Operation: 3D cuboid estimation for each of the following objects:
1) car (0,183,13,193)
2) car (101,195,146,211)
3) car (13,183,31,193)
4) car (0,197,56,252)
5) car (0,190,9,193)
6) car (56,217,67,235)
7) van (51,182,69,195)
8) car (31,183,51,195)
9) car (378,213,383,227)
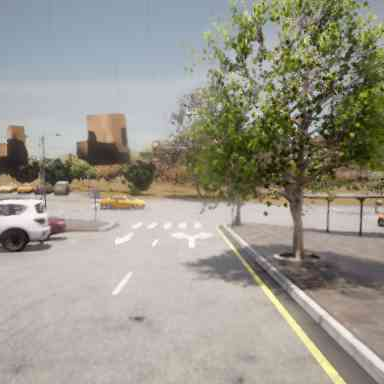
[{"bbox_3d":[-29.157,-0.704,52.968,1.946,1.575,5.366,1,4,-13],"label":"car"},{"bbox_3d":[-7.731,1.173,37.477,5.008,1.535,1.882,2,4,4],"label":"car"},{"bbox_3d":[-26.307,-0.614,52.983,1.946,1.575,5.366,1,4,-13],"label":"car"},{"bbox_3d":[-8.779,1.379,13.589,5.566,2.045,2.435,-1,0,-19],"label":"car"},{"bbox_3d":[-20.815,1.124,34.038,1.946,1.575,5.366,0,6,-14],"label":"car"},{"bbox_3d":[-8.725,1.702,16.619,4.674,1.452,2.002,-1,0,-19],"label":"car"},{"bbox_3d":[-20.343,-0.582,52.041,1.878,1.987,4.442,1,4,-14],"label":"van"},{"bbox_3d":[-23.313,-0.603,52.435,2.185,1.767,4.553,1,4,-13],"label":"car"},{"bbox_3d":[19.952,2.658,31.175,2.185,1.767,4.553,0,6,-19],"label":"car"}]
